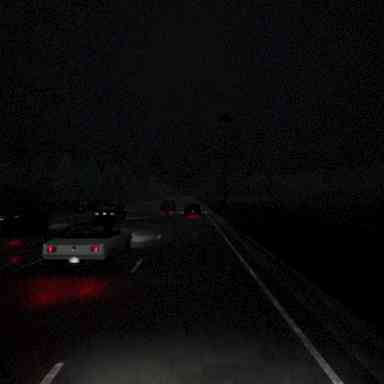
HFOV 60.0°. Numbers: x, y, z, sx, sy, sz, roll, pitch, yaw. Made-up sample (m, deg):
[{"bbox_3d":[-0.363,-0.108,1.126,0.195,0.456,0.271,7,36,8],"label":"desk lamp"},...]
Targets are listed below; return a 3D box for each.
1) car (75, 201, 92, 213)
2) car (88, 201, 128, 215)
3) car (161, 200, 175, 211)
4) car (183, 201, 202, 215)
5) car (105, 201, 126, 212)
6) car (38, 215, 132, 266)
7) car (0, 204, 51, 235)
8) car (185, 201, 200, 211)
[{"bbox_3d":[-13.930,1.914,43.796,1.812,1.442,4.674,0,0,0],"label":"car"},{"bbox_3d":[-6.912,1.802,28.699,2.033,1.411,5.357,0,-1,0],"label":"car"},{"bbox_3d":[-3.446,1.928,49.282,2.128,1.511,4.902,0,-1,0],"label":"car"},{"bbox_3d":[0.078,1.847,38.386,1.837,1.490,4.892,0,-1,0],"label":"car"},{"bbox_3d":[-10.433,1.932,45.723,1.812,1.442,4.674,0,0,0],"label":"car"},{"bbox_3d":[-3.412,1.707,11.869,1.895,1.301,4.718,0,0,0],"label":"car"},{"bbox_3d":[-10.411,1.533,20.343,2.097,1.767,4.553,0,-1,0],"label":"car"},{"bbox_3d":[0.056,1.996,48.534,1.994,1.385,4.181,0,0,0],"label":"car"}]
